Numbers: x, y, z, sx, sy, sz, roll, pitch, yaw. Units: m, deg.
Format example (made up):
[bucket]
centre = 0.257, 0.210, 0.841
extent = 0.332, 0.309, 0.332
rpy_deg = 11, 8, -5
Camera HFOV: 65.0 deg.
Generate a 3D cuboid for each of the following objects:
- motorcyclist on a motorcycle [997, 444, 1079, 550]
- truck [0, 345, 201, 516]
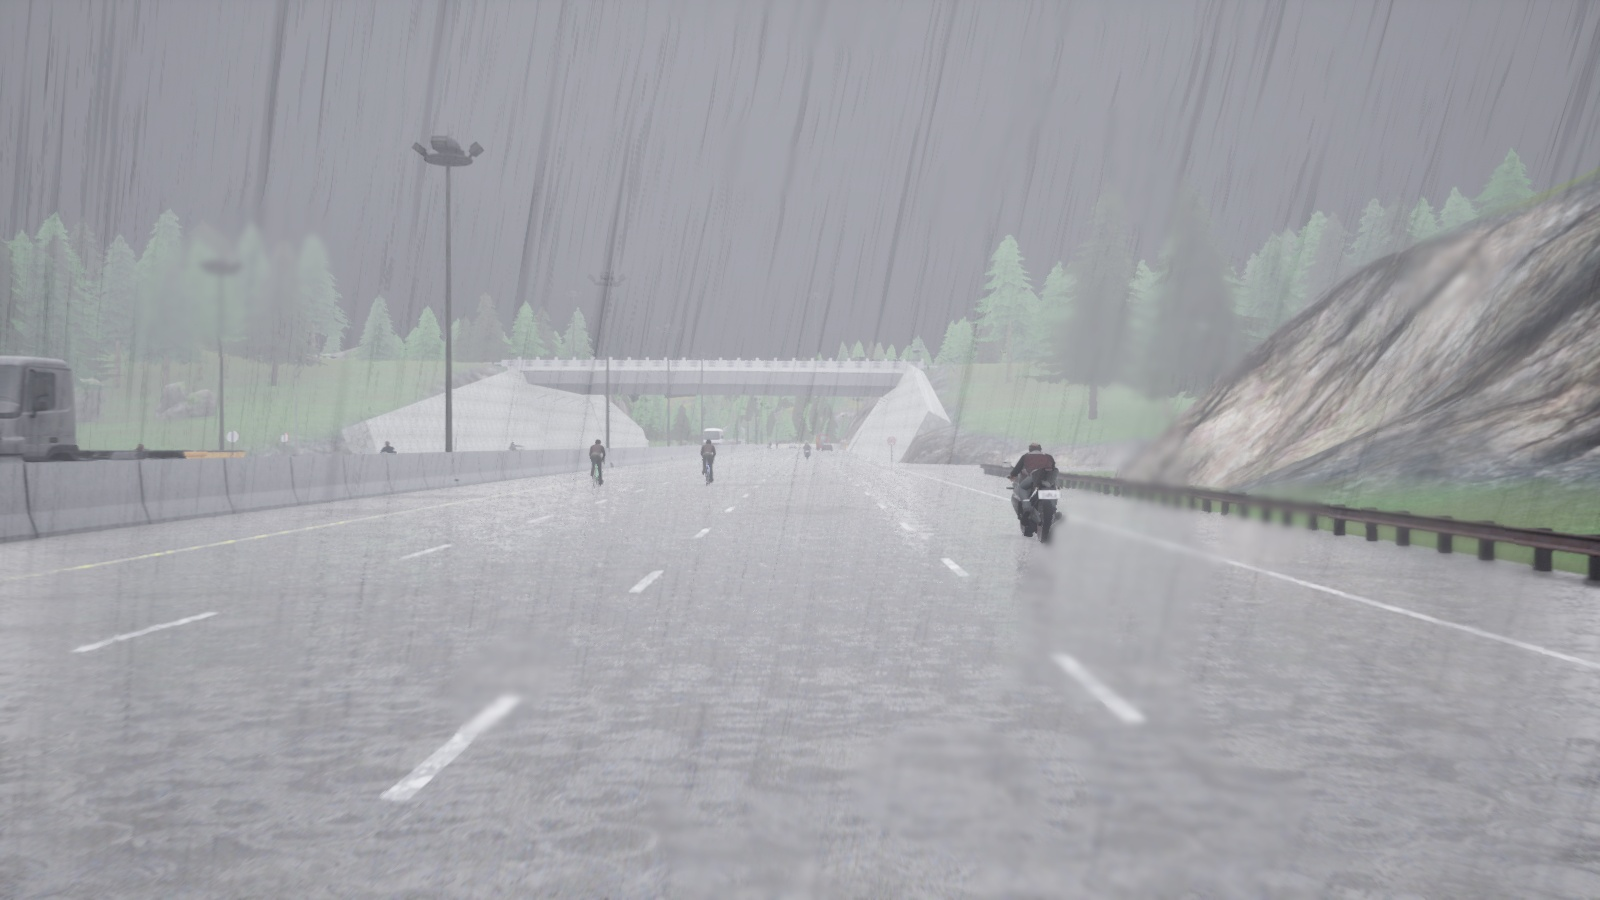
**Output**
[motorcyclist on a motorcycle]
centre = 3.625, 0.675, 19.317
extent = 0.866, 1.530, 2.191
rpy_deg = 0, 0, 0
[truck]
centre = -17.318, -0.415, 29.283
extent = 2.891, 3.462, 7.936
rpy_deg = 0, 0, 0
